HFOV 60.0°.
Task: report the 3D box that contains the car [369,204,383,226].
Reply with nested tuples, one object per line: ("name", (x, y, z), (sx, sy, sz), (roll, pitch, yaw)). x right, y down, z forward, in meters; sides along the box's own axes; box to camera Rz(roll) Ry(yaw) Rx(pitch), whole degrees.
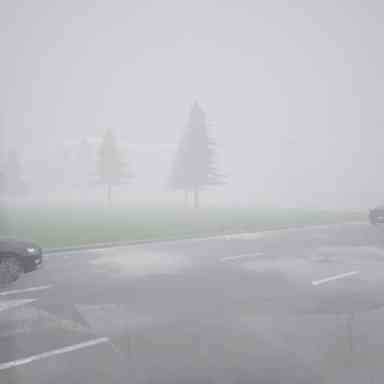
("car", (13.785, 1.446, 22.183), (5.008, 1.535, 1.882), (0, 0, -35))

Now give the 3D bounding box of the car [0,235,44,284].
("car", (-6.222, 1.492, 7.907), (4.902, 1.511, 2.128), (0, 0, -36))
